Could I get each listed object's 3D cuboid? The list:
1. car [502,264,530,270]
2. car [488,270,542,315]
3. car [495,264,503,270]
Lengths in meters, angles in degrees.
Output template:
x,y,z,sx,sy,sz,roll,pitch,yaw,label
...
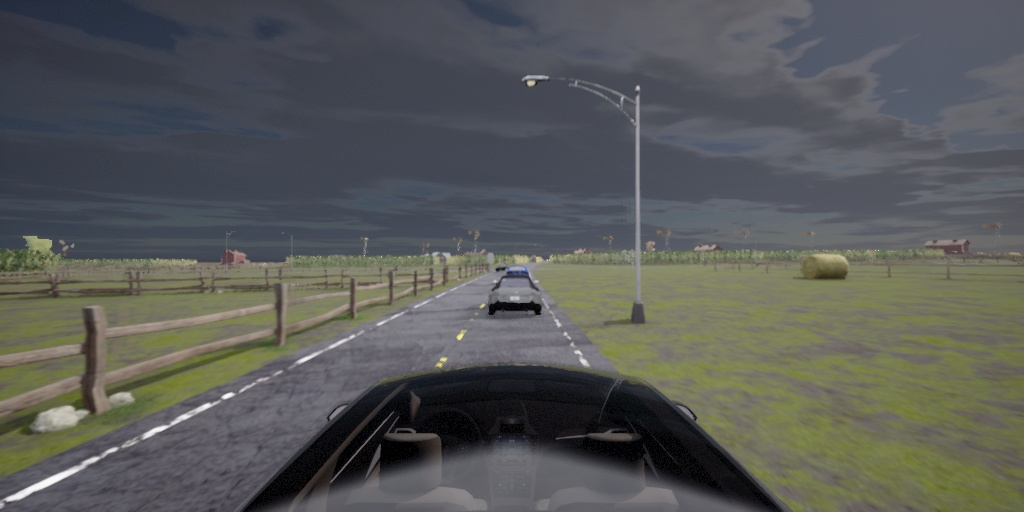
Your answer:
x,y,z,sx,sy,sz,roll,pitch,yaw,label
0.469,1.511,30.404,1.882,1.535,5.008,0,0,2,car
0.145,1.439,14.345,1.994,1.385,4.181,0,0,1,car
-1.470,1.871,54.691,1.895,1.301,4.718,0,-1,3,car
